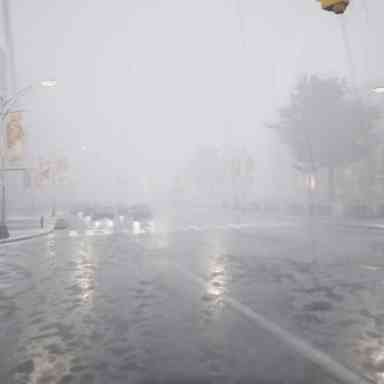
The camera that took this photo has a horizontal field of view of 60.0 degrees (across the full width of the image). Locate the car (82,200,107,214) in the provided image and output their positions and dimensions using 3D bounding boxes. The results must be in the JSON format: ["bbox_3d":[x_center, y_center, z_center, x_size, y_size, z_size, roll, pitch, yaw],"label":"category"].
[{"bbox_3d":[-12.486,2.106,42.257,1.882,1.535,5.008,0,-1,-22],"label":"car"}]

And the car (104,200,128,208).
[{"bbox_3d":[-14.967,2.412,65.735,4.902,1.511,2.128,-1,-1,41],"label":"car"}]

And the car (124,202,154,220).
[{"bbox_3d":[-5.147,1.941,32.951,1.837,1.490,4.892,0,-1,-21],"label":"car"}]

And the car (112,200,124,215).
[{"bbox_3d":[-8.613,2.127,42.059,2.033,1.411,5.357,0,-1,-21],"label":"car"}]

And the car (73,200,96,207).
[{"bbox_3d":[-23.291,2.528,71.842,4.892,1.490,1.837,-1,-1,26],"label":"car"}]

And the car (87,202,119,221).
[{"bbox_3d":[-9.018,2.034,33.337,2.033,1.411,5.357,0,-1,-21],"label":"car"}]

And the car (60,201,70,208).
[{"bbox_3d":[-25.070,2.503,68.828,5.008,1.535,1.882,-1,-1,26],"label":"car"}]

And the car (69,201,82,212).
[{"bbox_3d":[-17.005,2.290,51.456,1.837,1.490,4.892,0,-1,-34],"label":"car"}]

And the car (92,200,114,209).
[{"bbox_3d":[-16.817,2.386,62.691,5.008,1.535,1.882,-1,-1,44],"label":"car"}]
